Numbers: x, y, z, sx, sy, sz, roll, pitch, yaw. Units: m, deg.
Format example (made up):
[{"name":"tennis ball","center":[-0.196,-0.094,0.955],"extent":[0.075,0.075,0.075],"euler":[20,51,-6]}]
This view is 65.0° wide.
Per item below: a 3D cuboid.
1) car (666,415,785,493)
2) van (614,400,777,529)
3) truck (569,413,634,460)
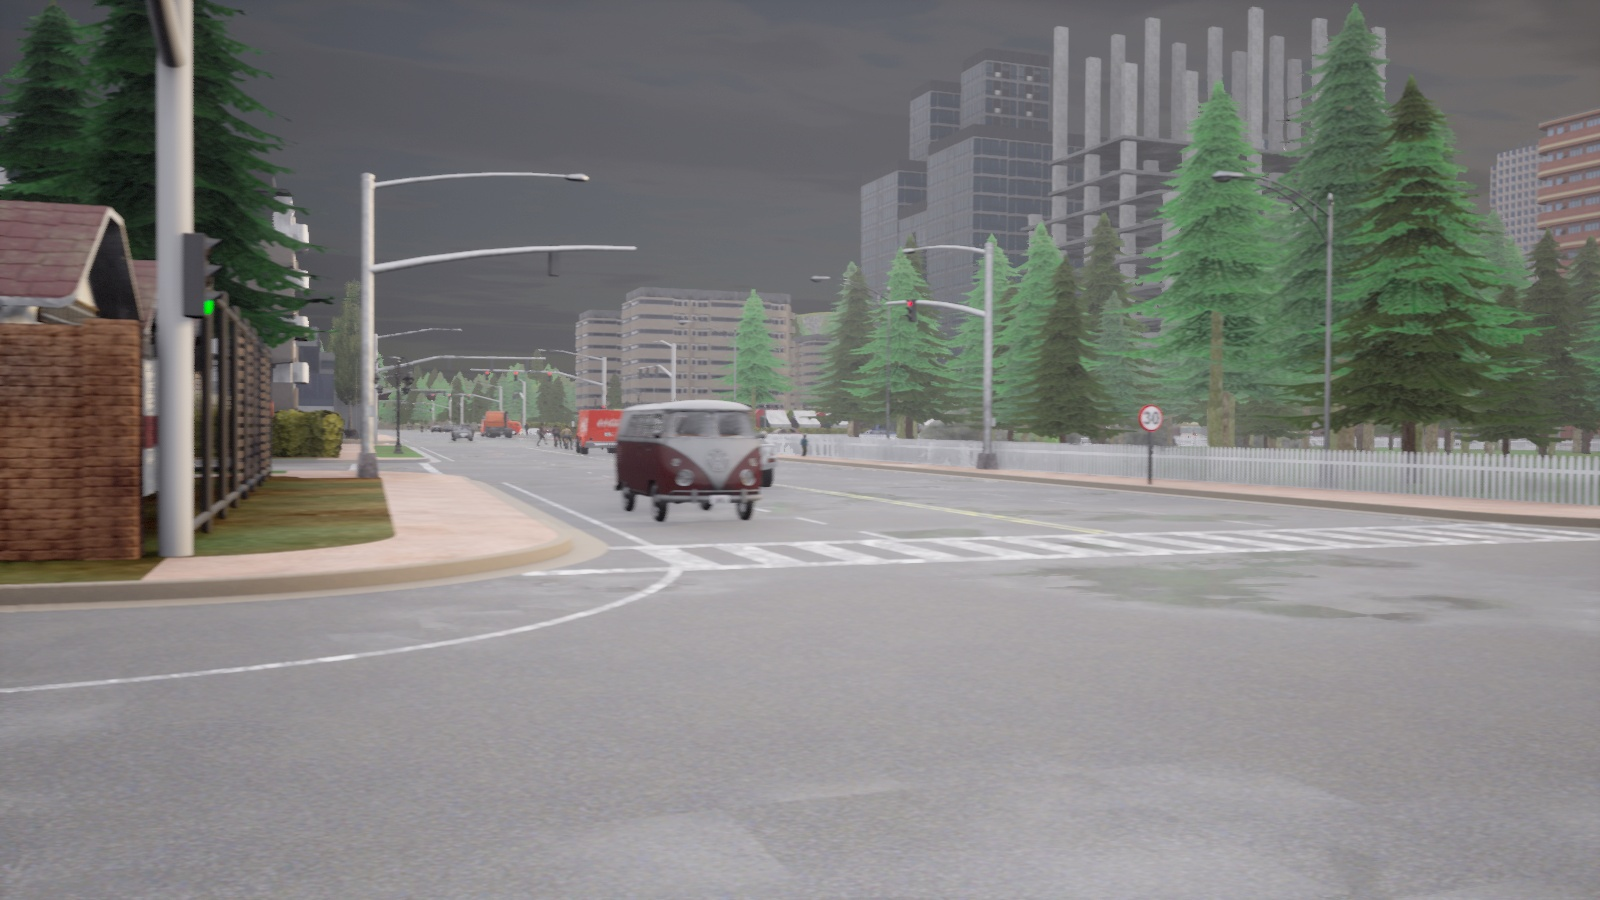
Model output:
[{"name":"car","center":[-2.050,0.064,32.950],"extent":[1.932,1.855,4.605],"euler":[-1,1,-19]},{"name":"van","center":[-1.938,0.192,21.886],"extent":[1.775,1.987,4.442],"euler":[-1,1,-19]},{"name":"truck","center":[-11.114,-0.760,69.960],"extent":[2.627,2.467,5.204],"euler":[-1,1,-19]}]
